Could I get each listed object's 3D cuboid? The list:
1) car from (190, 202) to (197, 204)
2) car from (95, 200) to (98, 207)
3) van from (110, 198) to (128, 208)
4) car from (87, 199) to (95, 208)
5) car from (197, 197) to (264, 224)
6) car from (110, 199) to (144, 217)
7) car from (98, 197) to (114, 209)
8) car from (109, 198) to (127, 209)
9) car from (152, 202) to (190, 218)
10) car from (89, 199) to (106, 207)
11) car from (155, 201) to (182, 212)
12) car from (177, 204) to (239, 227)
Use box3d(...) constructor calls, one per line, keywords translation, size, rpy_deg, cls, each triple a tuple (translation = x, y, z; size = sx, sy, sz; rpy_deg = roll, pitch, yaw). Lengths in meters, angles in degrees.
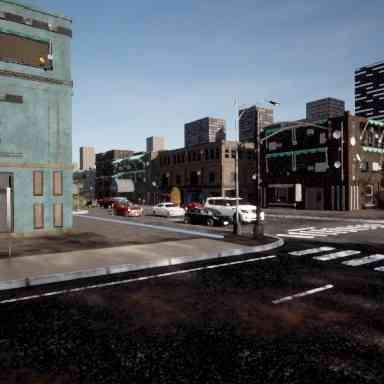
box3d(translation=(-0.070, 1.904, 41.133), size=(1.802, 1.307, 4.206), rpy_deg=(-2, 0, -36), cls="car")
box3d(translation=(-16.171, 1.940, 63.646), size=(2.192, 1.841, 5.009), rpy_deg=(-1, 0, -36), cls="car")
box3d(translation=(-12.951, 1.907, 59.143), size=(1.690, 1.788, 3.998), rpy_deg=(-1, 0, -36), cls="van")
box3d(translation=(-19.196, 2.159, 63.450), size=(2.128, 1.511, 4.902), rpy_deg=(-1, 0, -36), cls="car")
box3d(translation=(3.165, 1.445, 26.662), size=(2.150, 2.045, 5.566), rpy_deg=(-1, 0, -35), cls="car")
box3d(translation=(-6.889, 1.846, 36.257), size=(1.967, 1.590, 4.097), rpy_deg=(-1, 0, -36), cls="car")
box3d(translation=(-13.421, 2.066, 55.370), size=(1.837, 1.490, 4.892), rpy_deg=(-1, 0, -36), cls="car")
box3d(translation=(-8.579, 1.931, 43.116), size=(1.882, 1.535, 5.008), rpy_deg=(-1, 0, -35), cls="car")
box3d(translation=(-2.537, 1.862, 34.646), size=(1.812, 1.442, 4.674), rpy_deg=(-1, 0, -35), cls="car")
box3d(translation=(-19.384, 2.228, 68.149), size=(1.887, 1.381, 4.507), rpy_deg=(-1, 0, -36), cls="car")
box3d(translation=(-3.288, 1.966, 45.635), size=(1.802, 1.307, 4.206), rpy_deg=(-2, 0, -36), cls="car")
box3d(translation=(1.085, 1.814, 24.898), size=(1.947, 1.339, 4.313), rpy_deg=(-2, 0, -36), cls="car")
